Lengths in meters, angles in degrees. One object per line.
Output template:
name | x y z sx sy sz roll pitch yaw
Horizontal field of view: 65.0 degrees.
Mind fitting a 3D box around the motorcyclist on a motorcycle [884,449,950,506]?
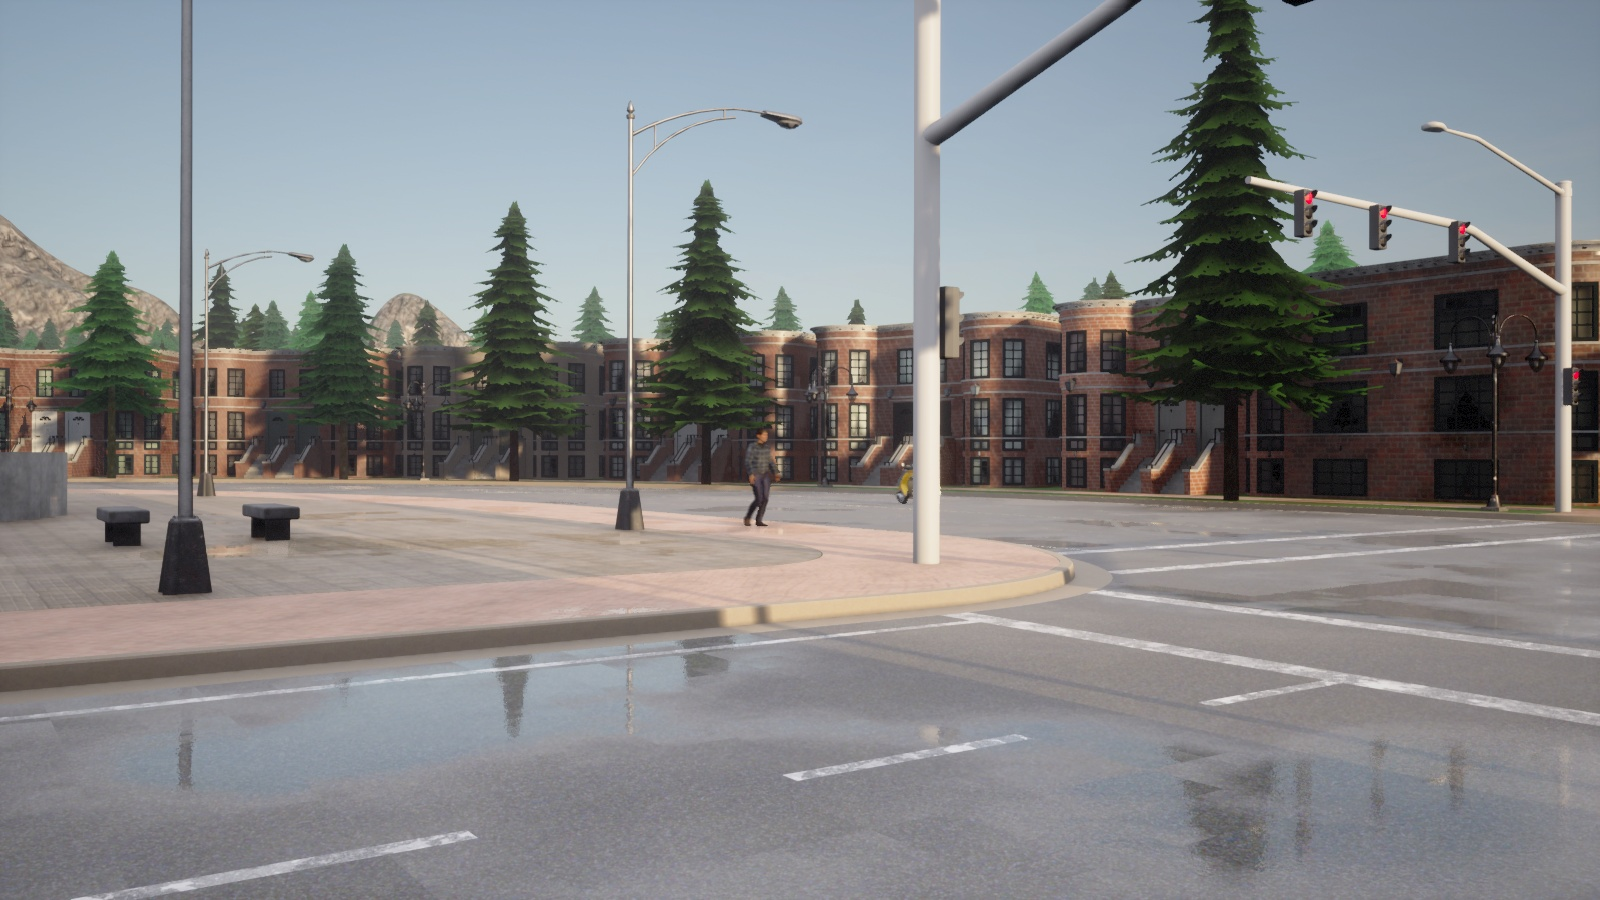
motorcyclist on a motorcycle | 3.339 0.779 36.013 0.866 1.590 1.817 0 0 -36

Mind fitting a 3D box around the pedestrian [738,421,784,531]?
pedestrian | -0.704 0.460 22.705 0.423 1.949 0.788 0 0 -42
